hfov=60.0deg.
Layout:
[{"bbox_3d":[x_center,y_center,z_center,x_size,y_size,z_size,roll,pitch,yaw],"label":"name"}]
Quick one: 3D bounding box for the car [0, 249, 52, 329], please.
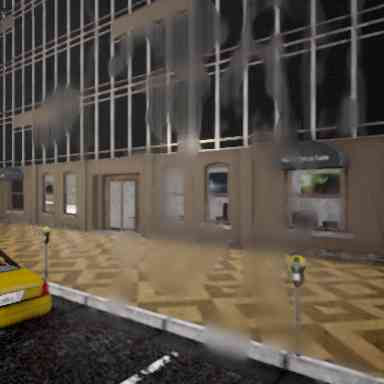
[{"bbox_3d":[-4.522,1.487,6.099,4.829,1.417,1.752,0,0,35],"label":"car"}]
